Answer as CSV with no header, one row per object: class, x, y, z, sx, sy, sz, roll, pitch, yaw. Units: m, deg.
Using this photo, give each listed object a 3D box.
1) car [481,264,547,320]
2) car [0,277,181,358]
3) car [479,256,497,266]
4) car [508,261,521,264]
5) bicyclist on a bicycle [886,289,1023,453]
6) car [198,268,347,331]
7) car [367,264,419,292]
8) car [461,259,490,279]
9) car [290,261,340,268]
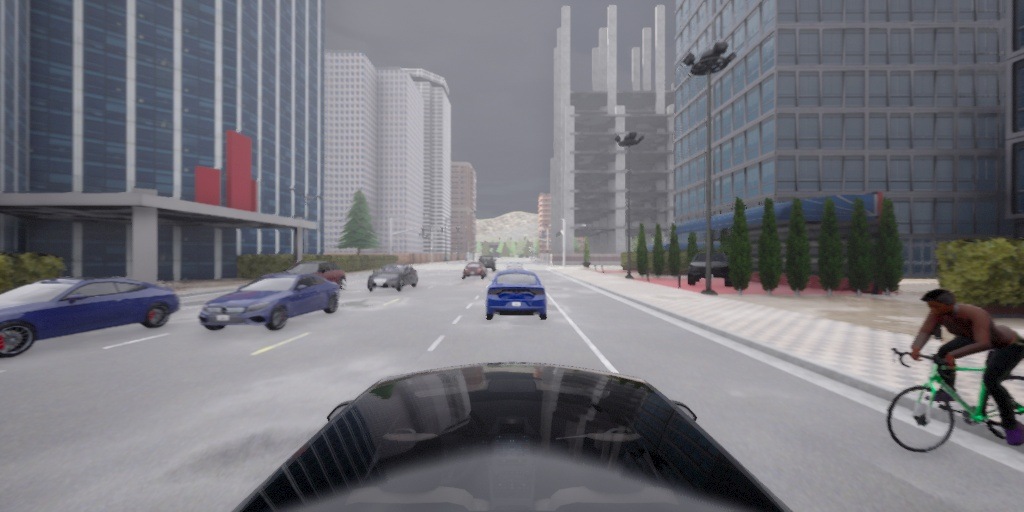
car,0.142,1.227,12.741,1.882,1.535,5.008,0,0,0
car,-10.571,1.249,8.542,1.812,1.442,4.674,0,0,1
car,-3.181,0.958,46.046,2.150,2.045,5.566,0,0,0
car,0.292,1.272,40.284,1.812,1.442,4.674,0,0,0
bicyclist on a bicycle,4.564,1.143,3.631,1.656,1.620,0.582,-7,0,0
car,-7.053,1.257,11.099,1.812,1.442,4.674,0,0,0
car,-6.988,1.222,21.448,2.128,1.511,4.902,0,0,1
car,-3.248,1.264,31.845,1.812,1.442,4.674,0,0,0
car,-10.509,1.074,18.627,2.097,1.767,4.553,0,0,0
